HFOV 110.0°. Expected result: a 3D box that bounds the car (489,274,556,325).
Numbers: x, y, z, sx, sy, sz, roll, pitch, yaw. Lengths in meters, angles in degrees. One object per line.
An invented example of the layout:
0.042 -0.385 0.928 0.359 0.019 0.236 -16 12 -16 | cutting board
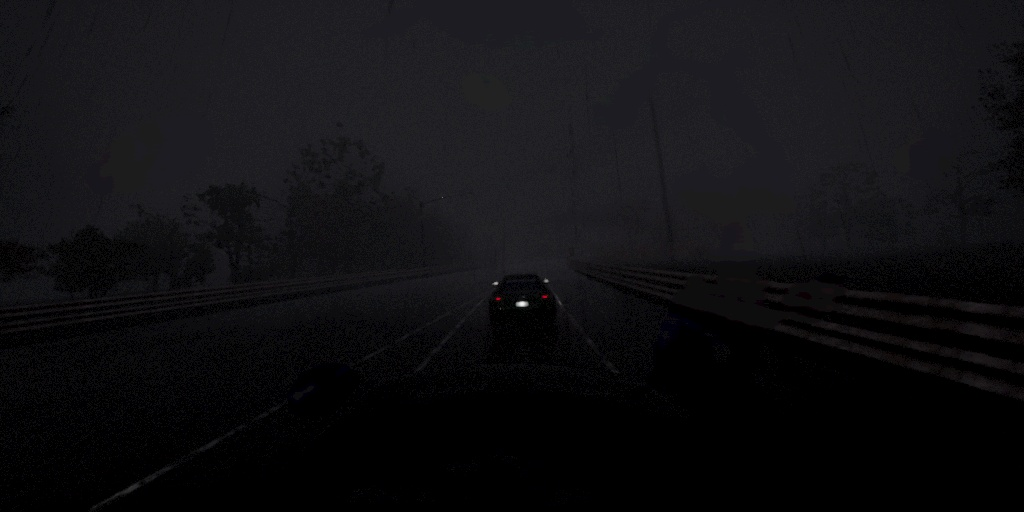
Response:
0.326 1.286 11.901 1.994 1.385 4.181 -3 0 1 | car
